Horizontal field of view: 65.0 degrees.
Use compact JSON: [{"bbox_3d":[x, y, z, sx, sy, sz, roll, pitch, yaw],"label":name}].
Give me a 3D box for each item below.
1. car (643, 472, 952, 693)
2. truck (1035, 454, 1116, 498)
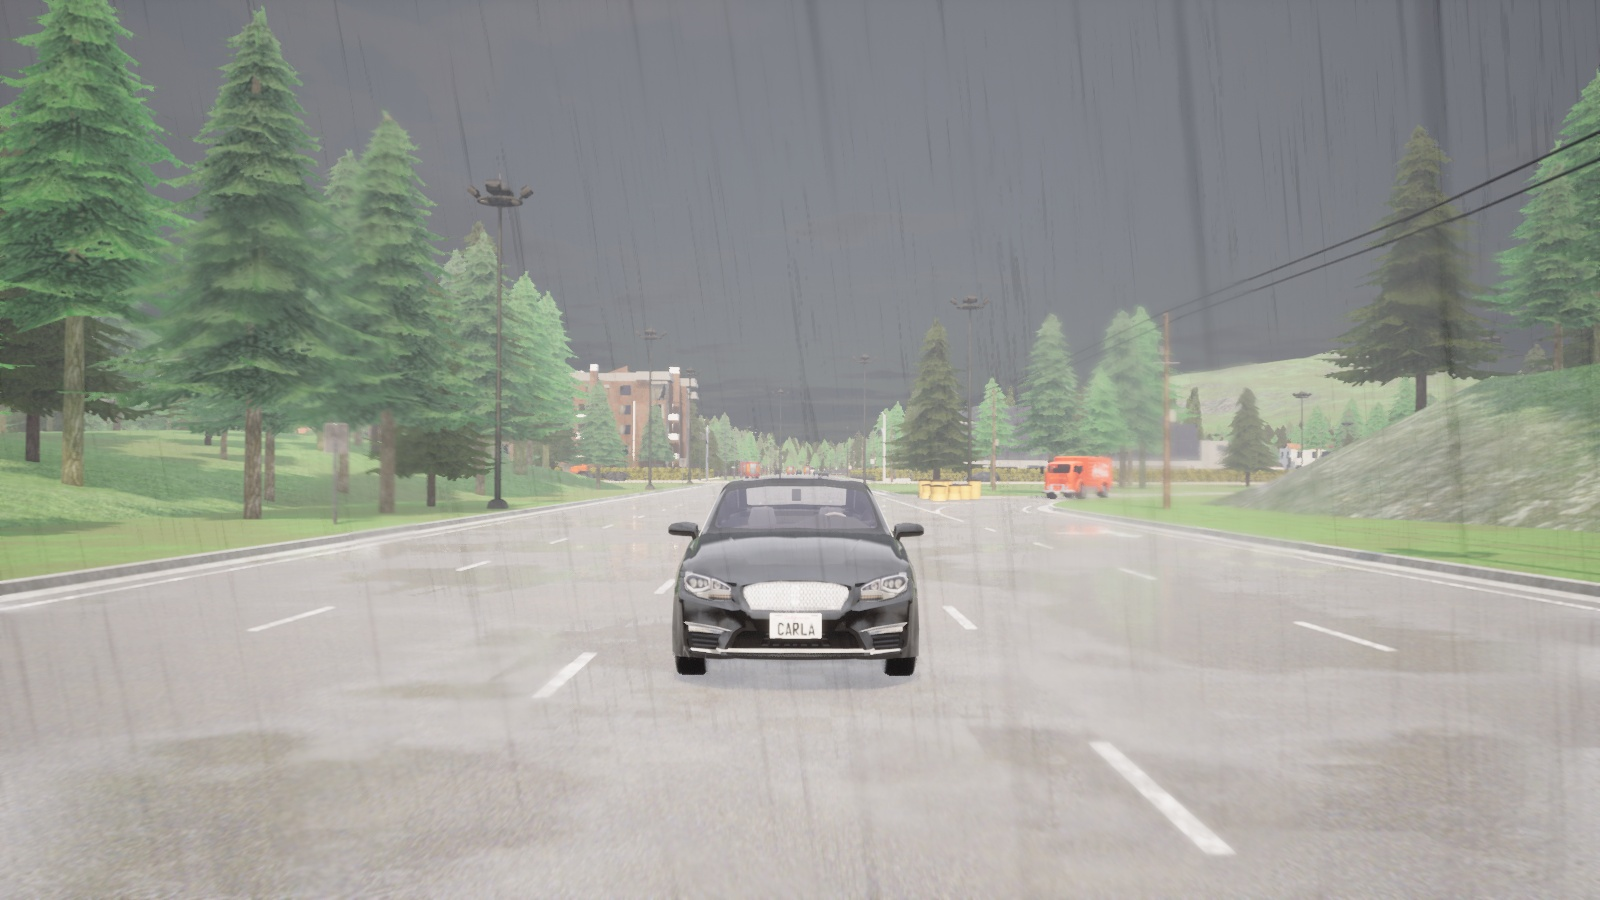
[{"bbox_3d":[-0.027,0.957,11.126,2.128,1.511,4.902,0,-1,0],"label":"car"},{"bbox_3d":[15.925,1.477,72.436,2.627,2.467,5.204,-1,-1,37],"label":"truck"}]
